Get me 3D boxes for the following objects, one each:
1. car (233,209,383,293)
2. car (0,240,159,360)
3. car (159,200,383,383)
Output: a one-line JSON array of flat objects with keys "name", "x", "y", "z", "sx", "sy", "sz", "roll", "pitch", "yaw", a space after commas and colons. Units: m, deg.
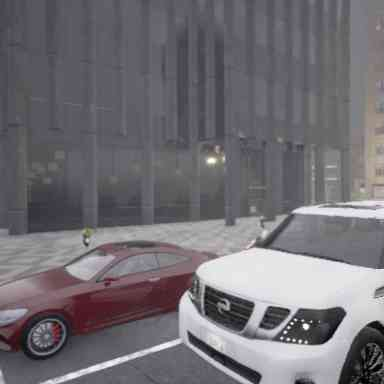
[{"name": "car", "x": 3.329, "y": 1.377, "z": 9.157, "sx": 4.097, "sy": 1.590, "sz": 1.967, "roll": -1, "pitch": 0, "yaw": -36}, {"name": "car", "x": -1.256, "y": 1.566, "z": 5.872, "sx": 4.206, "sy": 1.307, "sz": 1.802, "roll": -1, "pitch": 0, "yaw": -36}, {"name": "car", "x": 2.500, "y": 1.184, "z": 5.044, "sx": 5.566, "sy": 2.045, "sz": 2.150, "roll": 0, "pitch": 0, "yaw": -35}]
